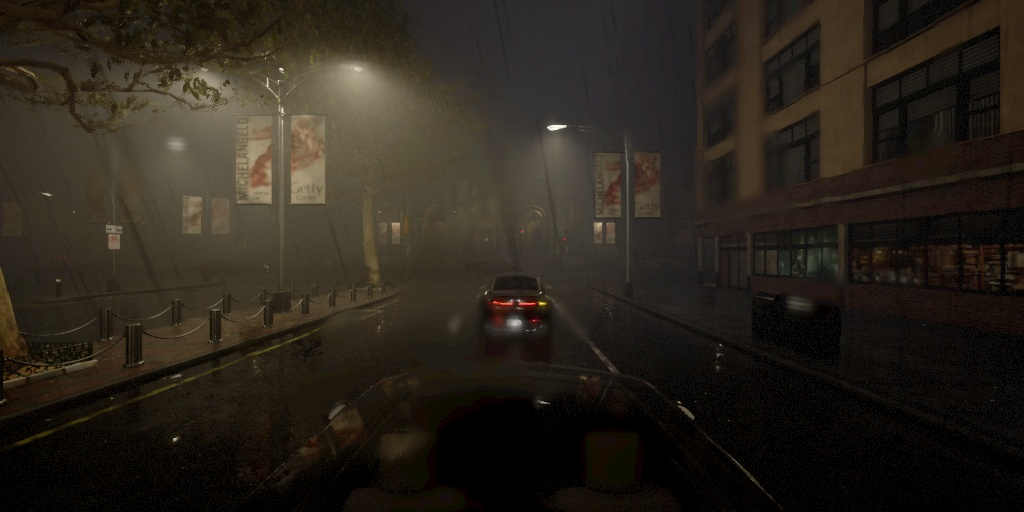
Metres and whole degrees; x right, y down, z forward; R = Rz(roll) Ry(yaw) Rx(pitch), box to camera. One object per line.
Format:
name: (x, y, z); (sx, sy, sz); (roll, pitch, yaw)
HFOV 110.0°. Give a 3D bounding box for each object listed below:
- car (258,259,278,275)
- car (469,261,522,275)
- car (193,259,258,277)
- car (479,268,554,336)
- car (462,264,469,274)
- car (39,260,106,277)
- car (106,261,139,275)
car: (-27.556, 1.100, 38.291); (4.553, 1.767, 2.097); (0, 0, 1)
car: (-1.269, 1.240, 34.476); (4.902, 1.511, 2.128); (0, 0, 1)
car: (-28.021, 1.227, 34.797); (5.008, 1.535, 1.882); (0, 0, 1)
car: (0.124, 1.255, 10.385); (1.837, 1.490, 4.892); (0, 0, 1)
car: (-2.797, 1.255, 37.993); (4.892, 1.490, 1.837); (0, 0, 1)
car: (-42.986, 1.314, 34.936); (4.181, 1.385, 1.994); (0, 0, 0)
car: (-43.047, 1.228, 38.440); (5.008, 1.535, 1.882); (0, 0, 0)
